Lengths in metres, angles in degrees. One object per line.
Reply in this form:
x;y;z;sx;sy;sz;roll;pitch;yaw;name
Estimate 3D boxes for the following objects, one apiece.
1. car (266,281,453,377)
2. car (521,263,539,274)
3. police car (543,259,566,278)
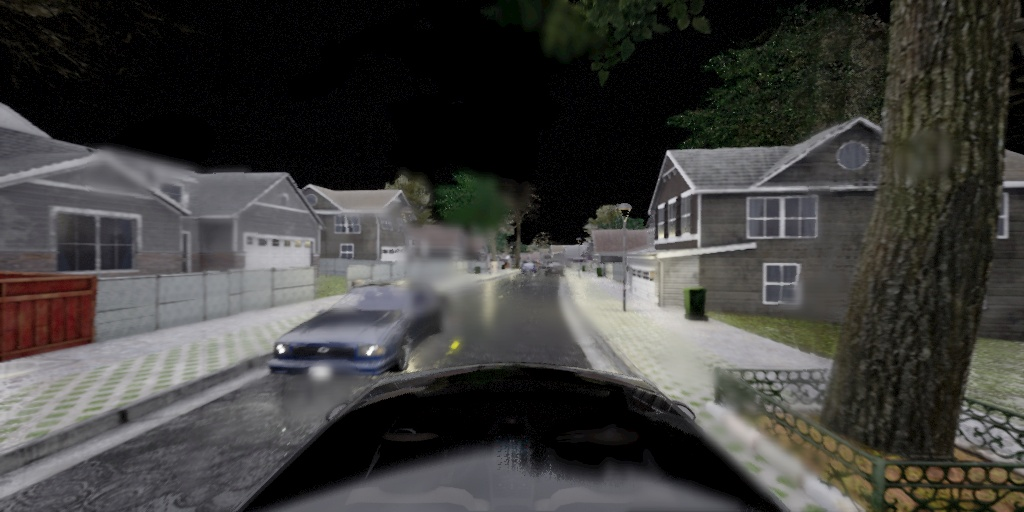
-2.634;1.284;7.818;2.033;1.411;5.357;0;0;3;car
2.367;1.655;49.507;1.812;1.442;4.674;0;-1;7;car
4.625;1.403;37.904;1.930;1.638;5.238;0;-1;8;police car
